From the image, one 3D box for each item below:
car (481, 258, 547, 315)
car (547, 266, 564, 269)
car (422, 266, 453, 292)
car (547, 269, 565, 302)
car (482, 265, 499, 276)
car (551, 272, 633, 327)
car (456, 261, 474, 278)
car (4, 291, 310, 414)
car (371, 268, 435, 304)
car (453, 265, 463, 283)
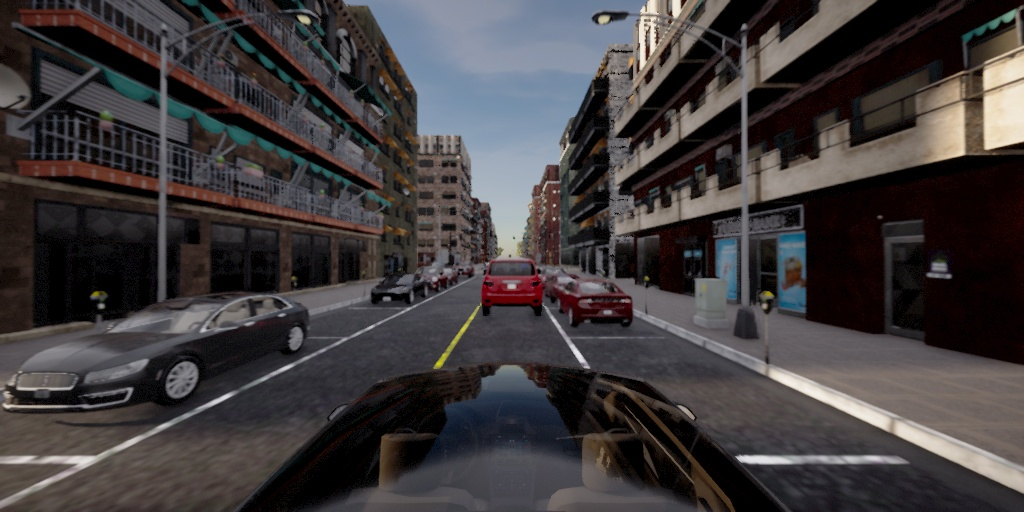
[{"bbox_3d":[0.010,1.104,14.426,2.150,2.045,5.566,0,0,0],"label":"car"},{"bbox_3d":[2.563,1.405,23.018,1.967,1.591,4.097,0,0,0],"label":"car"},{"bbox_3d":[-5.318,1.405,23.017,1.967,1.591,4.097,0,0,0],"label":"car"},{"bbox_3d":[2.563,1.492,17.424,1.802,1.307,4.207,0,0,0],"label":"car"},{"bbox_3d":[-2.771,1.801,46.644,1.895,1.301,4.718,0,-1,0],"label":"car"},{"bbox_3d":[2.564,1.398,11.830,1.888,1.381,4.507,0,0,0],"label":"car"},{"bbox_3d":[-5.320,1.447,39.800,2.192,1.841,5.009,0,0,0],"label":"car"},{"bbox_3d":[-5.316,1.347,6.235,2.007,1.370,4.403,0,0,0],"label":"car"},{"bbox_3d":[-5.317,1.475,17.423,1.948,1.339,4.313,0,0,0],"label":"car"},{"bbox_3d":[-5.318,1.604,28.611,1.802,1.307,4.207,0,0,0],"label":"car"}]
